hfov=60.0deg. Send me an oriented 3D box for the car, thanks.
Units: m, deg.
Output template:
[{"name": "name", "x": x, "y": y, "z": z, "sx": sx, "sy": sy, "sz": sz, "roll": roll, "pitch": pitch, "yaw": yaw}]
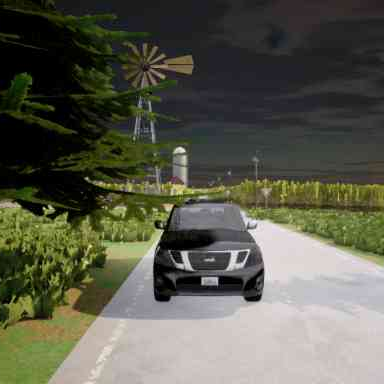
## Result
[{"name": "car", "x": 0.330, "y": 1.221, "z": 8.638, "sx": 2.150, "sy": 2.045, "sz": 5.566, "roll": 0, "pitch": 0, "yaw": 0}]
